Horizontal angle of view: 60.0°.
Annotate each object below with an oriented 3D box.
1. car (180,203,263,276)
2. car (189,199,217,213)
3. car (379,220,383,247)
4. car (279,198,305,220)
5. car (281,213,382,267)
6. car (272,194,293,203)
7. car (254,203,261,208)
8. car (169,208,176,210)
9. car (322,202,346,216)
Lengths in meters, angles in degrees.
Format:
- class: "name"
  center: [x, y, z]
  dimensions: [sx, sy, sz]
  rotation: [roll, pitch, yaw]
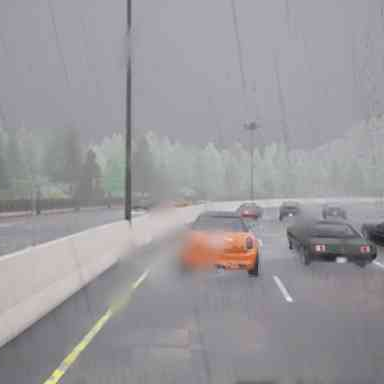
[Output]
- class: "car"
  center: [0.933, 1.371, 10.671]
  dimensions: [2.097, 1.767, 4.553]
  rotation: [0, 0, 7]
- class: "car"
  center: [1.372, 1.587, 39.622]
  dimensions: [1.812, 1.442, 4.674]
  rotation: [0, 0, 23]
- class: "car"
  center: [8.222, 1.654, 12.837]
  dimensions: [1.895, 1.301, 4.718]
  rotation: [0, 0, 8]
- class: "car"
  center: [8.644, 1.582, 28.843]
  dimensions: [1.837, 1.490, 4.892]
  rotation: [0, 0, 18]
- class: "car"
  center: [4.519, 1.636, 11.586]
  dimensions: [1.895, 1.301, 4.718]
  rotation: [0, 0, 8]
- class: "car"
  center: [20.087, 1.384, 73.727]
  dimensions: [2.150, 2.045, 5.566]
  rotation: [0, 0, 42]
- class: "car"
  center: [5.080, 1.627, 29.181]
  dimensions: [1.994, 1.385, 4.181]
  rotation: [0, 0, 18]
- class: "car"
  center: [-2.264, 1.398, 39.966]
  dimensions: [2.097, 1.767, 4.553]
  rotation: [0, 0, 23]
- class: "car"
  center: [12.752, 1.622, 29.994]
  dimensions: [1.812, 1.442, 4.674]
  rotation: [0, 0, 20]
